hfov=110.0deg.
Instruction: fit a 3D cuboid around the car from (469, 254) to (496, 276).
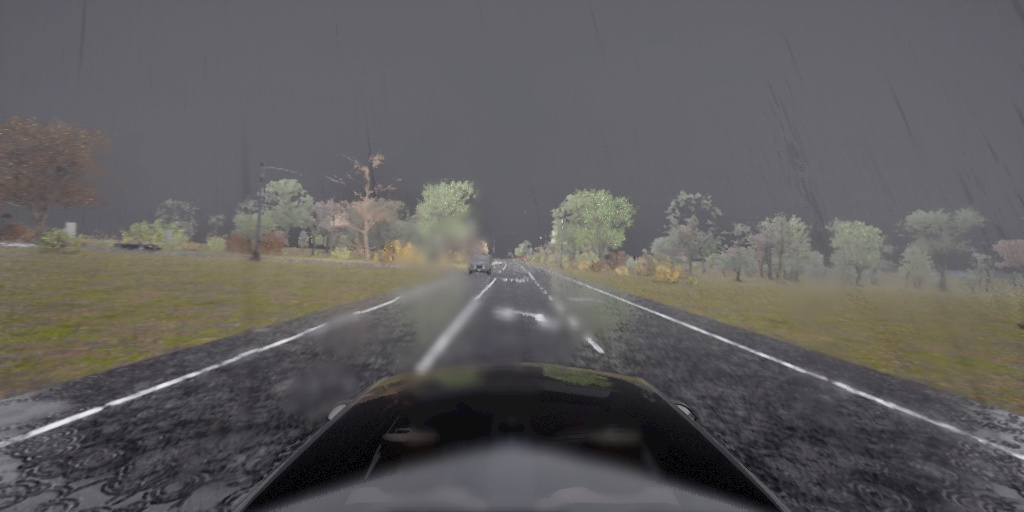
[{"bbox_3d":[-3.147,0.903,37.252,2.150,2.045,5.566,3,2,0],"label":"car"}]
